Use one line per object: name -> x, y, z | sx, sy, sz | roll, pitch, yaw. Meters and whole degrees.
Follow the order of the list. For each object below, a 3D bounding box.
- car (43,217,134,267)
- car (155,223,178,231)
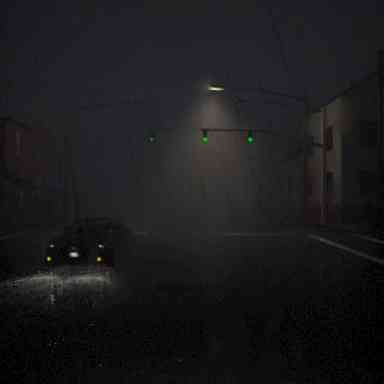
car -> -3.259, 1.560, 11.256 | 1.994, 1.385, 4.181 | 0, 0, 1
car -> -2.900, 4.147, 36.687 | 1.994, 1.385, 4.181 | 0, -12, 0
